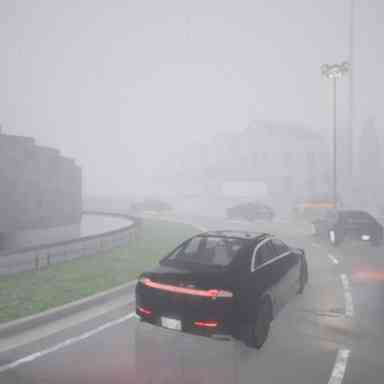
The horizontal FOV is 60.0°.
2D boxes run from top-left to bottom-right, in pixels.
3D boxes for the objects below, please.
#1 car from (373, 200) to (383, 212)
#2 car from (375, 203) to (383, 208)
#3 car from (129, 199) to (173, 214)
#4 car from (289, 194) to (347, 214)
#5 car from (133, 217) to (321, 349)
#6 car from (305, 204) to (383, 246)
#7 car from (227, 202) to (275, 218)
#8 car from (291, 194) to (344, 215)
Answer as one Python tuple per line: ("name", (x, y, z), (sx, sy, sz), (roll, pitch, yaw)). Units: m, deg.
("car", (23.815, 1.621, 39.141), (4.718, 1.301, 1.895), (0, 0, -23))
("car", (21.585, 1.495, 34.417), (5.008, 1.535, 1.882), (0, 0, -22))
("car", (-4.488, 1.503, 36.091), (4.902, 1.511, 2.128), (0, 0, 21))
("car", (13.413, 1.237, 35.492), (5.566, 2.045, 2.150), (0, 0, -12))
("car", (0.927, 1.494, 6.422), (2.128, 1.511, 4.902), (0, 0, 30))
("car", (6.916, 1.512, 15.288), (1.837, 1.490, 4.892), (0, 0, 5))
("car", (4.492, 1.503, 26.161), (2.128, 1.511, 4.902), (0, 0, -23))
("car", (11.785, 1.366, 31.640), (4.553, 1.767, 2.097), (0, 0, -13))
